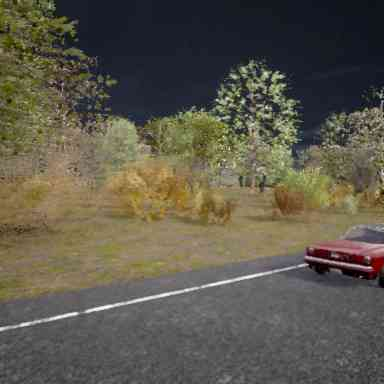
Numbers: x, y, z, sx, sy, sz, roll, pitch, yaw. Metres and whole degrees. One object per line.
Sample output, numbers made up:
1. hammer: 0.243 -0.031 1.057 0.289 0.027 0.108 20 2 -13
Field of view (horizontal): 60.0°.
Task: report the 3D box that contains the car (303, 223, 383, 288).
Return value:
1. car: 5.252 1.603 9.381 4.718 1.301 1.895 0 0 -36
